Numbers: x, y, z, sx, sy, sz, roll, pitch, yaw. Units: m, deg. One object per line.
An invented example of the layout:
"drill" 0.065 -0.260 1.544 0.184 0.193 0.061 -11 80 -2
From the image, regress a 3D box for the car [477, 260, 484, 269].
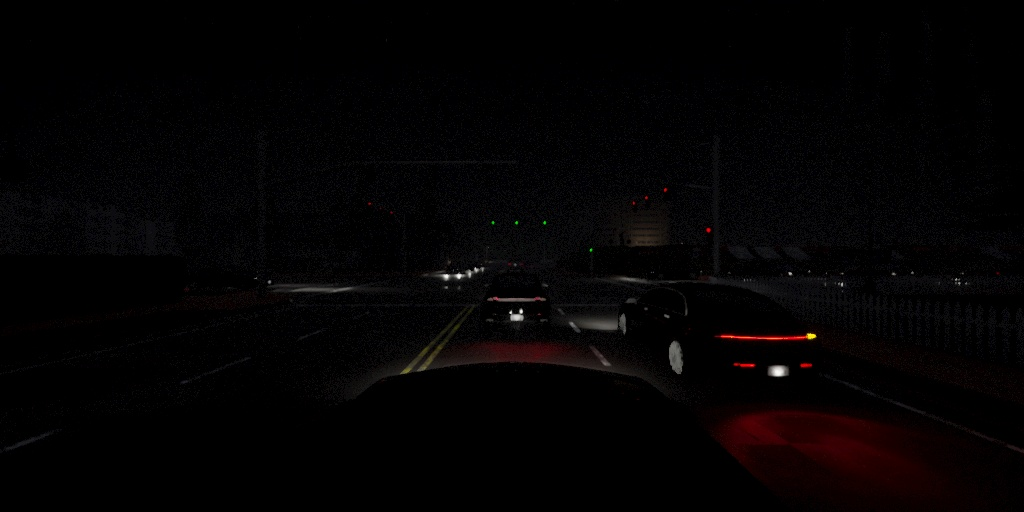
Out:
"car" -6.711 1.626 63.921 1.994 1.385 4.181 0 0 1

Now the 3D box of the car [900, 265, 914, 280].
"car" 34.464 1.404 33.533 4.902 1.511 2.128 0 0 -1

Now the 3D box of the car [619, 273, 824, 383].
"car" 3.595 1.284 7.221 1.837 1.490 4.892 0 0 1

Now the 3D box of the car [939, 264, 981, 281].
"car" 38.857 1.421 30.109 4.674 1.442 1.812 0 0 -1

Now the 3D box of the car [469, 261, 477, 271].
"car" -6.808 1.537 53.878 1.812 1.442 4.674 0 0 1

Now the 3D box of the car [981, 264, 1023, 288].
"car" 33.820 1.350 22.826 4.902 1.511 2.128 0 0 -1

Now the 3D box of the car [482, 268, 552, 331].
"car" 0.134 1.290 11.157 2.128 1.511 4.902 0 0 0

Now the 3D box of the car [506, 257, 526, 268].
"car" 0.398 1.209 49.007 2.150 2.045 5.566 0 0 0

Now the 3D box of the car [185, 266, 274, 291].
"car" -17.383 1.342 22.002 4.902 1.511 2.128 0 0 -2

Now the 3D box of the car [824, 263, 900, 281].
"car" 28.858 1.420 29.920 4.674 1.442 1.812 0 0 -1

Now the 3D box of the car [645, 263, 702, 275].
"car" 14.901 1.414 33.221 4.892 1.490 1.837 0 0 1

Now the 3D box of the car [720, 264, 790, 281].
"car" 19.598 1.384 29.747 4.902 1.511 2.128 0 0 -1

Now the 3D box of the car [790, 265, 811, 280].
"car" 24.640 1.458 33.348 5.357 1.411 2.033 0 0 -1

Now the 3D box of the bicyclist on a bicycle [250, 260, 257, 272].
"bicyclist on a bicycle" -26.196 1.223 36.530 0.582 1.620 1.656 0 0 -3

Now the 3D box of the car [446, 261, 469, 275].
"car" -6.870 1.467 44.055 1.837 1.490 4.892 0 0 0
